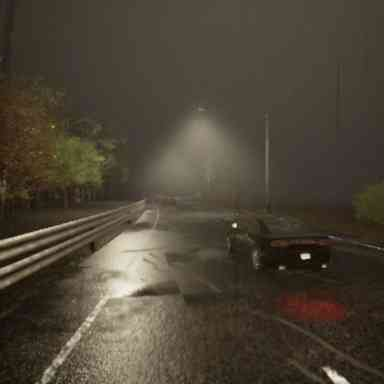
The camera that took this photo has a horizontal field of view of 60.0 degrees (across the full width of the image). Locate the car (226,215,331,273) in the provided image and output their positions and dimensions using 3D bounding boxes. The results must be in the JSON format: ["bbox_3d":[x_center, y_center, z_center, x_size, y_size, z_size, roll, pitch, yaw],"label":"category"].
[{"bbox_3d":[2.487,1.469,10.823,1.882,1.535,5.008,0,0,-9],"label":"car"}]

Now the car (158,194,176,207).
[{"bbox_3d":[-3.447,1.383,49.407,2.128,1.511,4.902,0,0,-9],"label":"car"}]

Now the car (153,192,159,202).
[{"bbox_3d":[-6.242,1.181,67.555,2.097,1.767,4.553,0,0,-9],"label":"car"}]
